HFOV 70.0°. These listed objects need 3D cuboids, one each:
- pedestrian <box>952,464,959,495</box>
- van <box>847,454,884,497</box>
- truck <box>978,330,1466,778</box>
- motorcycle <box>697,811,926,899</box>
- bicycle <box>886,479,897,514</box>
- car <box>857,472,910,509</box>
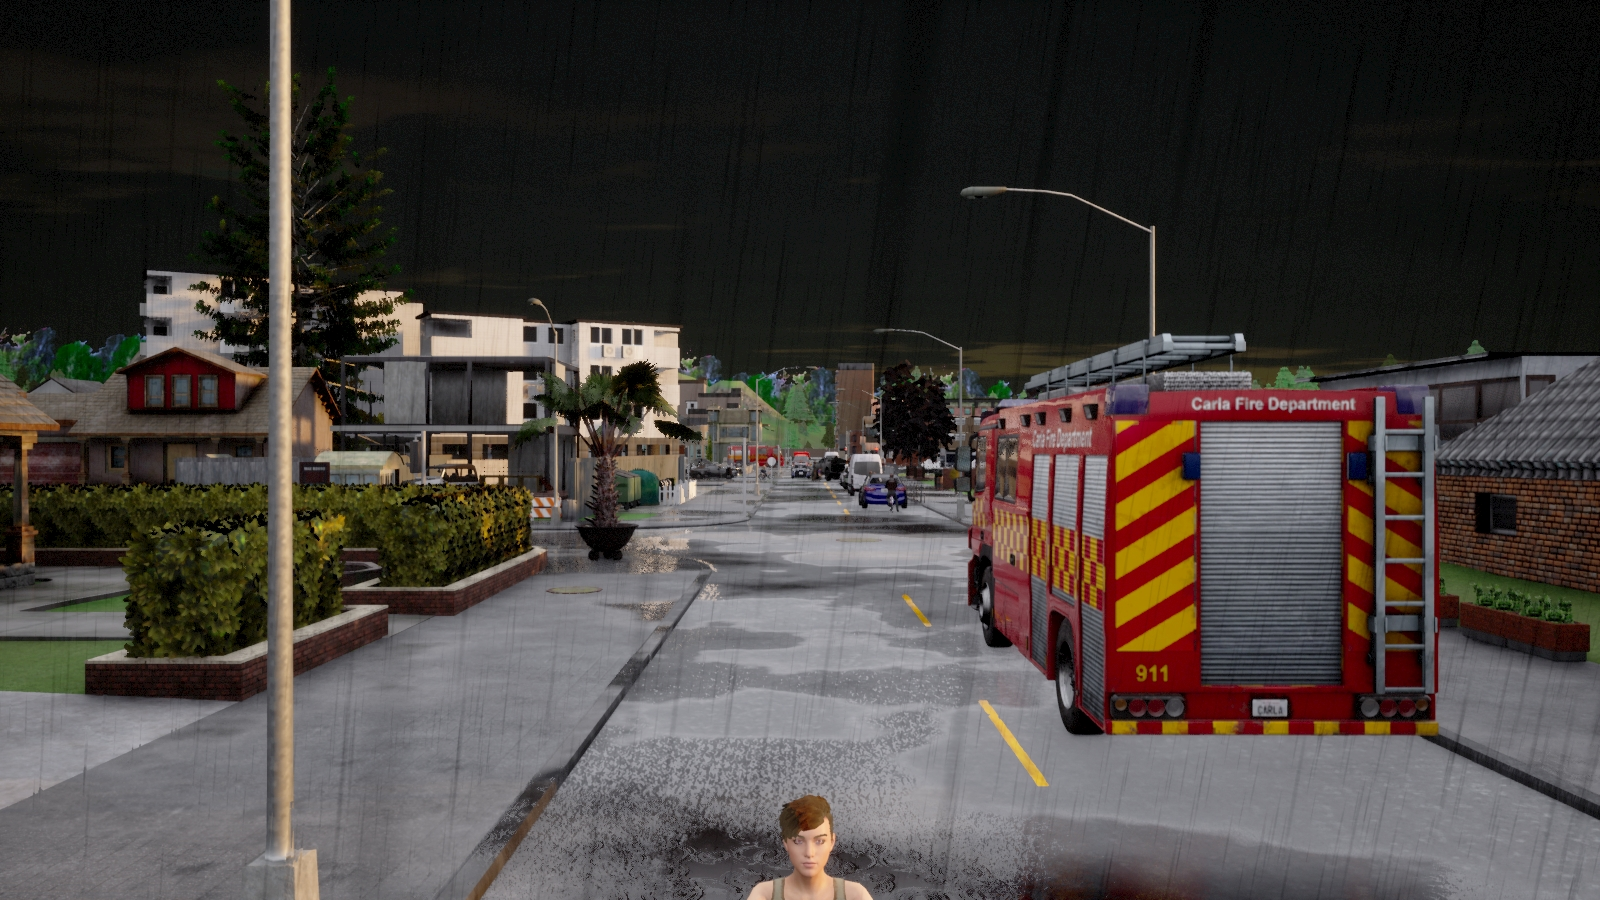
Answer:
[{"bbox_3d":[9.300,1.744,68.440,0.375,1.860,0.375,0,0,0],"label":"pedestrian"},{"bbox_3d":[4.045,1.534,71.355,1.988,2.561,5.915,0,0,0],"label":"van"},{"bbox_3d":[4.261,0.890,13.995,2.891,3.827,8.468,0,0,0],"label":"truck"},{"bbox_3d":[0.039,2.155,3.558,0.764,1.307,2.356,0,0,0],"label":"motorcycle"},{"bbox_3d":[4.077,2.060,50.936,0.329,1.471,1.835,0,0,0],"label":"bicycle"},{"bbox_3d":[4.046,1.967,56.171,2.242,1.667,4.611,0,0,0],"label":"car"}]
